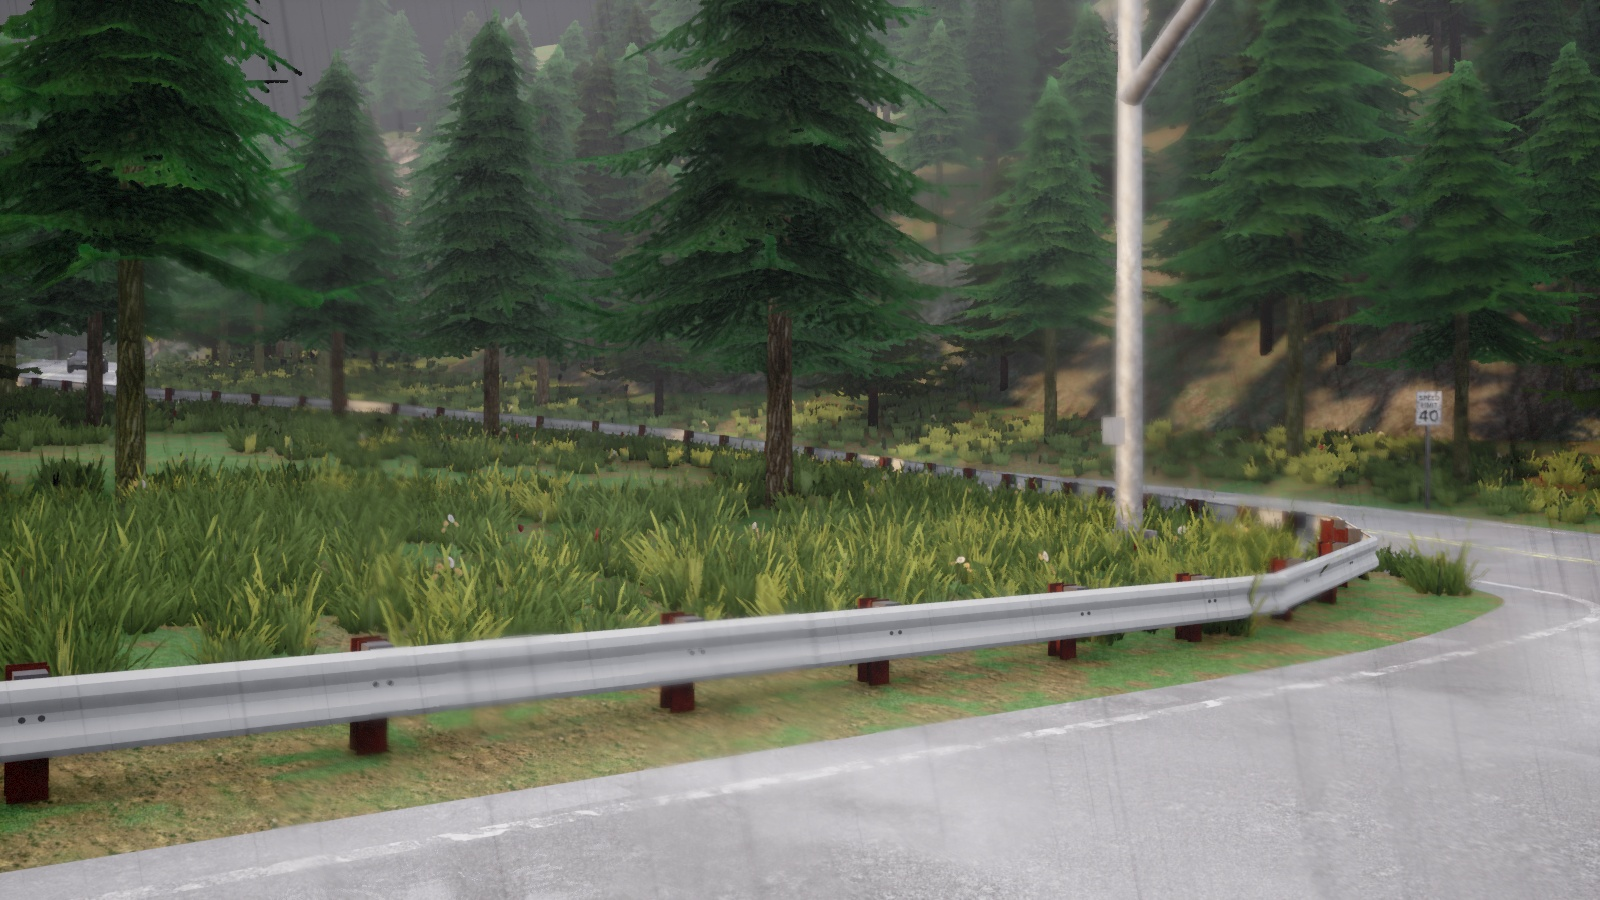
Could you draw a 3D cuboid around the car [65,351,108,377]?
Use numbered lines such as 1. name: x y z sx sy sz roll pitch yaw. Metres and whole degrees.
1. car: -41.740 -5.032 73.563 1.994 1.385 4.181 0 5 -27
